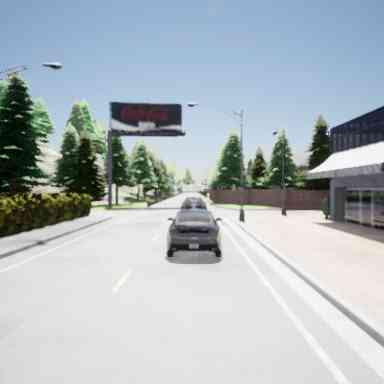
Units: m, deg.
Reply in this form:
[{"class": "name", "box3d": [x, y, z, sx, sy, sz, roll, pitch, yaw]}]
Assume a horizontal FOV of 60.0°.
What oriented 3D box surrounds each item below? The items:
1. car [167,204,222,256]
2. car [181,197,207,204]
[{"class": "car", "box3d": [0.098, 1.402, 12.653, 1.837, 1.490, 4.892, 0, 0, 1]}, {"class": "car", "box3d": [0.173, 1.224, 28.016, 2.097, 1.767, 4.553, 0, -3, 1]}]
